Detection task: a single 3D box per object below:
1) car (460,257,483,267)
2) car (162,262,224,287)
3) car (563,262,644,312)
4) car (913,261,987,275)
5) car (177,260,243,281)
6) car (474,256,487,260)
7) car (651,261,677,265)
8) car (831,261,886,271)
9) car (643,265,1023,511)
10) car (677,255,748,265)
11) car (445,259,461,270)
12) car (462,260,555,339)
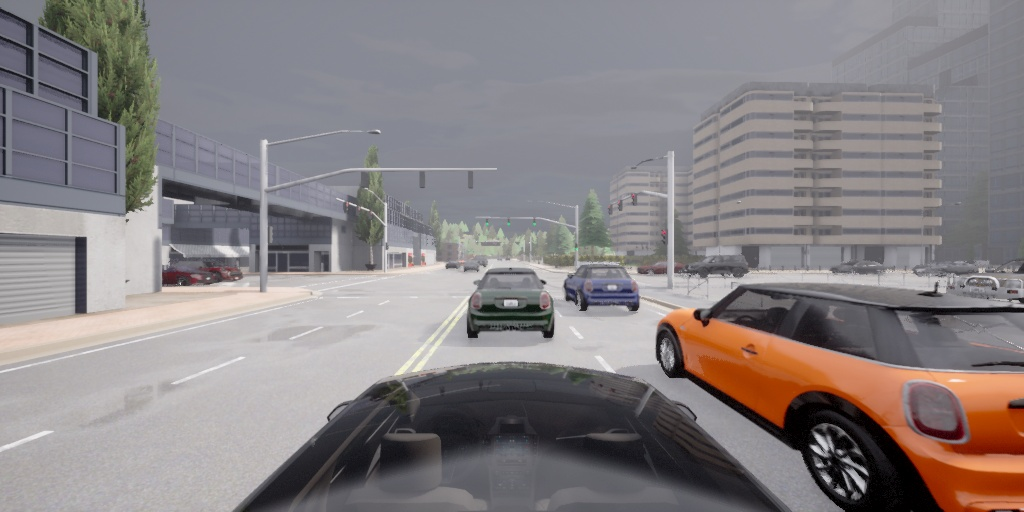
[{"bbox_3d":[-5.036,1.255,45.026,1.837,1.490,4.892,0,0,-2],"label":"car"},{"bbox_3d":[-22.147,1.314,23.726,4.181,1.385,1.994,0,0,-2],"label":"car"},{"bbox_3d":[3.383,1.101,14.367,2.097,1.767,4.553,0,0,-1],"label":"car"},{"bbox_3d":[40.949,1.242,33.952,4.902,1.511,2.128,0,0,-2],"label":"car"},{"bbox_3d":[-23.177,1.102,27.194,4.553,1.767,2.097,0,0,-2],"label":"car"},{"bbox_3d":[-5.603,0.965,61.123,2.150,2.045,5.566,0,1,-2],"label":"car"},{"bbox_3d":[15.305,1.228,36.508,5.008,1.535,1.882,-1,0,-2],"label":"car"},{"bbox_3d":[35.879,1.254,37.278,4.892,1.490,1.837,0,0,-2],"label":"car"},{"bbox_3d":[3.573,1.101,4.451,2.097,1.767,4.553,0,0,-1],"label":"car"},{"bbox_3d":[18.764,0.964,33.137,5.566,2.045,2.150,-1,0,-2],"label":"car"},{"bbox_3d":[-8.747,1.350,53.179,1.895,1.301,4.718,0,0,-2],"label":"car"},{"bbox_3d":[-0.051,1.101,10.286,2.097,1.767,4.553,0,0,-1],"label":"car"}]
